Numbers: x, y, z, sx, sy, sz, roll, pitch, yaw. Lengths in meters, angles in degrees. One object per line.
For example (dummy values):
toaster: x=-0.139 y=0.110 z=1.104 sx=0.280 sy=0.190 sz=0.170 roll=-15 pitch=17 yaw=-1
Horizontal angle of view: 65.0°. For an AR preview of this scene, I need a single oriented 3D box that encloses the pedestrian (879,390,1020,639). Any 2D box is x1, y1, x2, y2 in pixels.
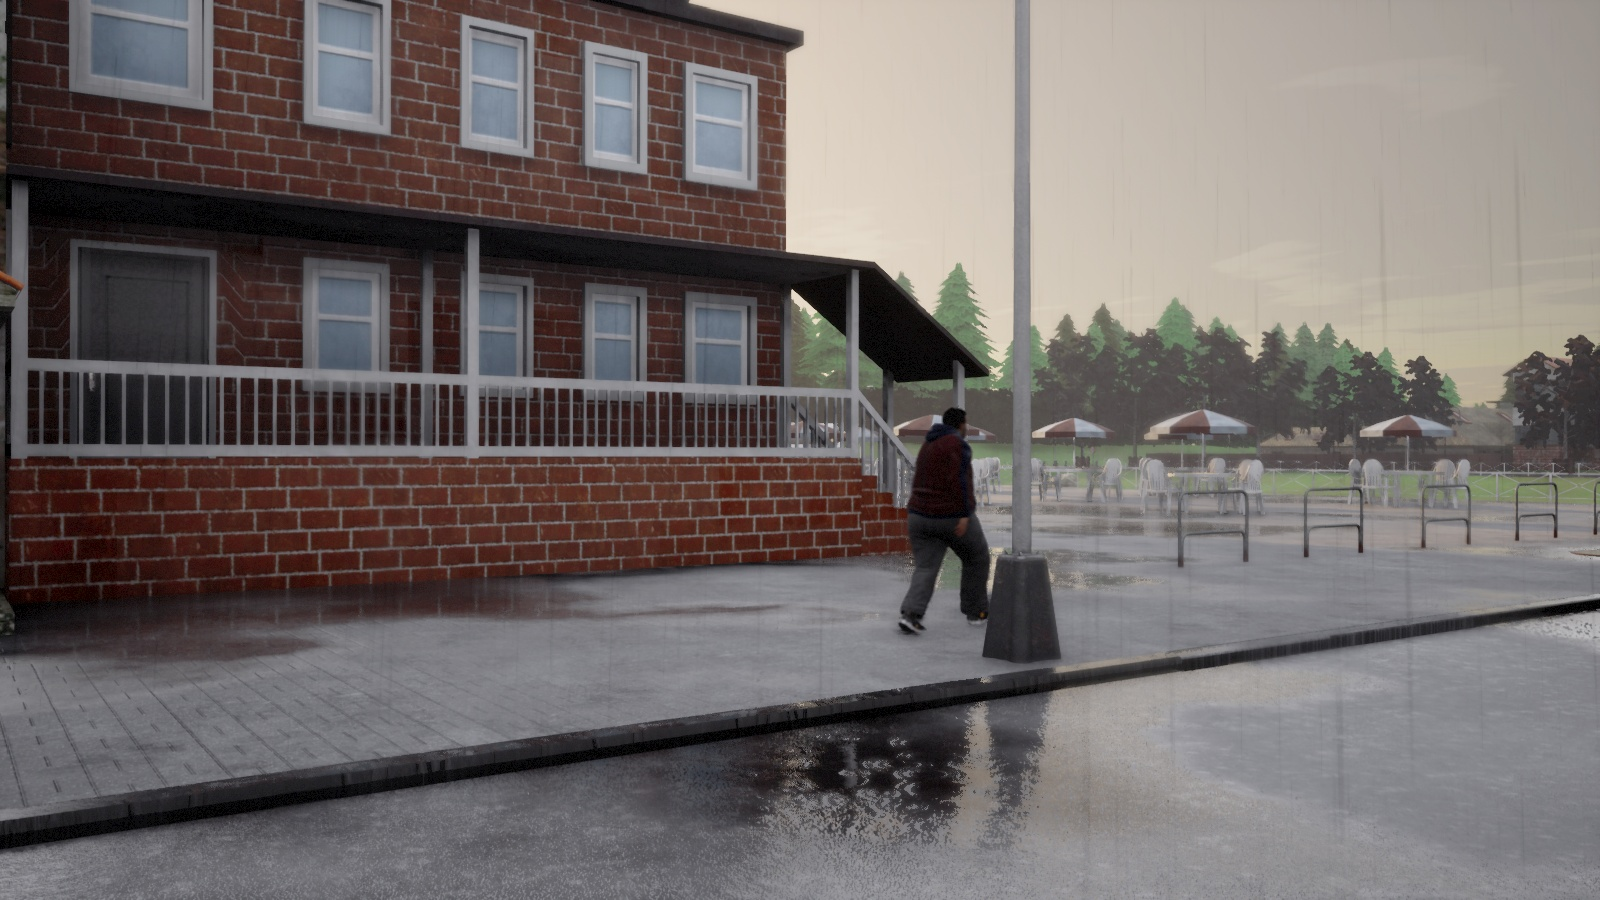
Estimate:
pedestrian: x=1.167 y=0.476 z=9.823 sx=0.899 sy=1.844 sz=0.634 roll=0 pitch=0 yaw=-36
